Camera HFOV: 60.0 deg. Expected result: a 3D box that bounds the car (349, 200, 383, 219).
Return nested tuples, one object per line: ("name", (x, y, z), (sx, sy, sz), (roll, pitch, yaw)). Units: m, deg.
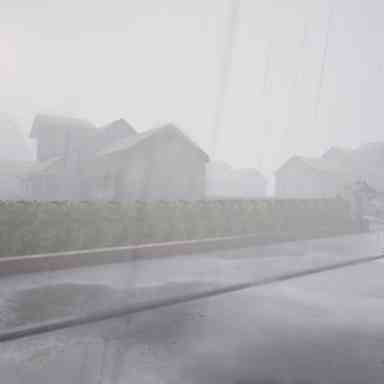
("car", (15.224, 1.443, 28.329), (1.845, 1.501, 3.633), (1, 0, -38))
